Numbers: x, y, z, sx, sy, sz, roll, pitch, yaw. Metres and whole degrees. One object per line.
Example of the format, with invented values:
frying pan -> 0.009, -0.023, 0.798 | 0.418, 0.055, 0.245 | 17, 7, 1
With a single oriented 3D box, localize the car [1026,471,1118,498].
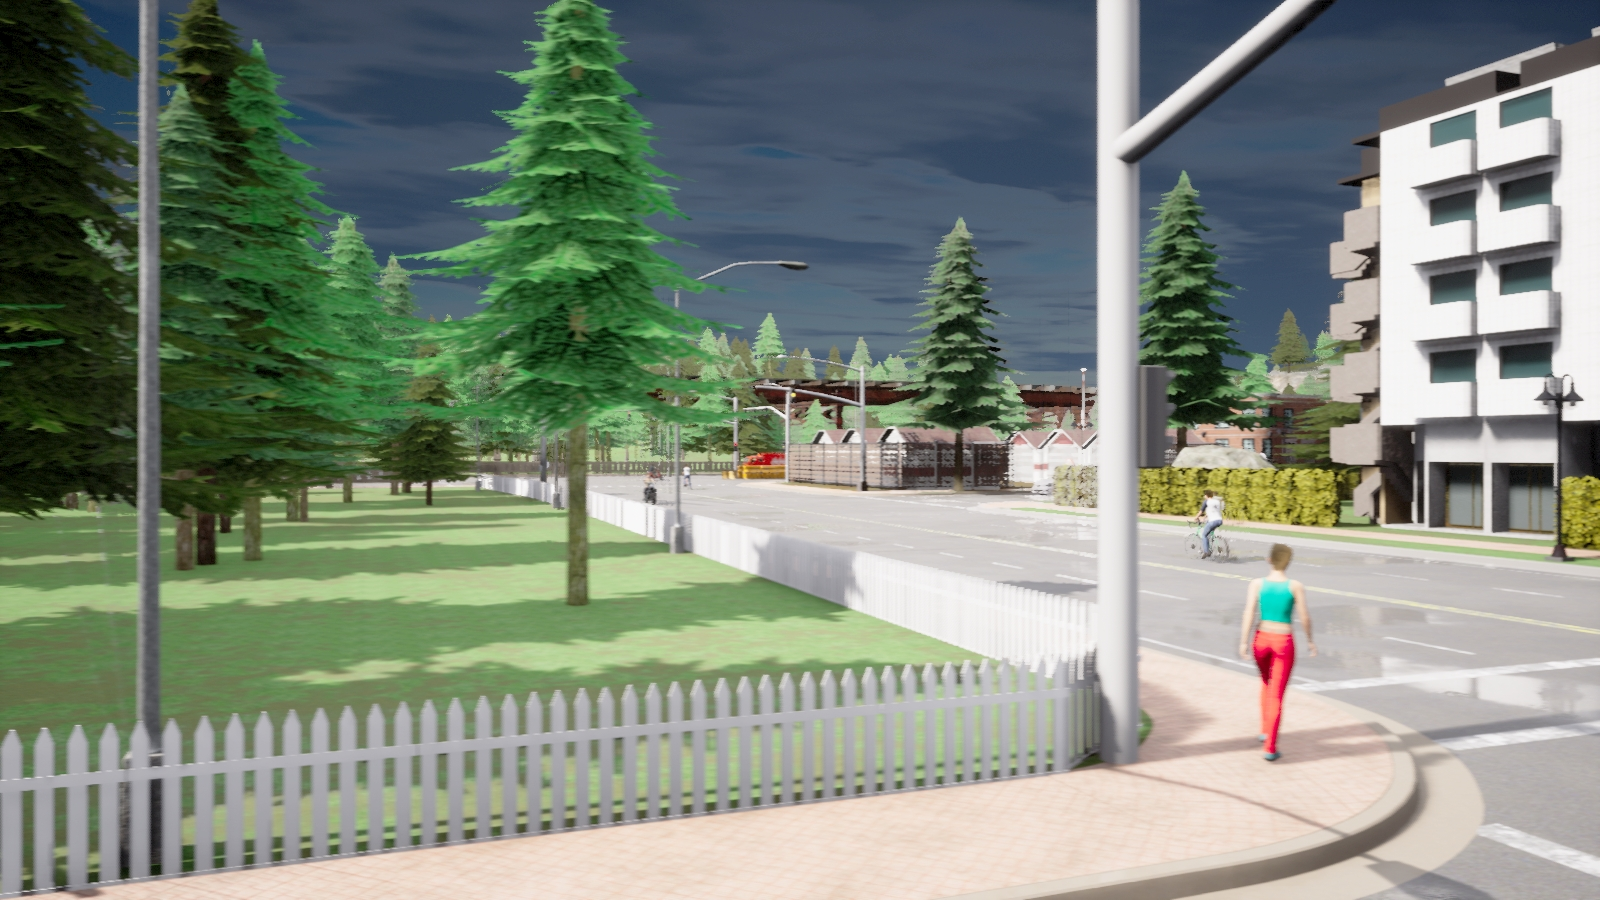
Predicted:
car -> 16.188, 2.014, 67.988 | 4.892, 1.480, 2.231 | 0, 0, -20

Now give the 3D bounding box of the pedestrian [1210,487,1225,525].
pedestrian -> 14.765, 1.973, 40.409 | 0.375, 1.300, 0.375 | 0, 0, -17

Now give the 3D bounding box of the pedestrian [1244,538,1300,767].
pedestrian -> 4.013, 1.696, 9.716 | 0.375, 1.860, 0.375 | 0, 0, 33
